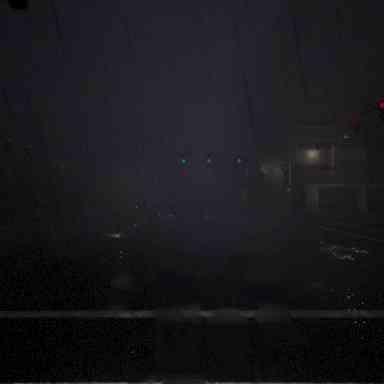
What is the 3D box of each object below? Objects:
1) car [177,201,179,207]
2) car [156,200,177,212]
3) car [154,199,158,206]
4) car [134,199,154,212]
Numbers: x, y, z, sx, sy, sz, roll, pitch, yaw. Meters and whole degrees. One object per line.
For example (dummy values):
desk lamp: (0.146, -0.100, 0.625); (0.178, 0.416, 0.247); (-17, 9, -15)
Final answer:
car: (-3.479, 2.273, 64.176); (1.895, 1.301, 4.718); (0, -1, 0)
car: (-3.553, 2.098, 47.459); (1.895, 1.301, 4.718); (0, -1, 0)
car: (-6.985, 2.147, 63.886); (1.882, 1.535, 5.008); (0, -1, 0)
car: (-7.051, 2.007, 47.875); (1.837, 1.490, 4.892); (0, 0, 0)
